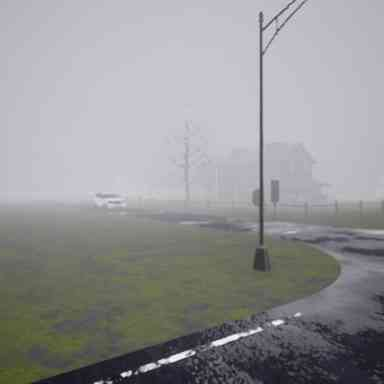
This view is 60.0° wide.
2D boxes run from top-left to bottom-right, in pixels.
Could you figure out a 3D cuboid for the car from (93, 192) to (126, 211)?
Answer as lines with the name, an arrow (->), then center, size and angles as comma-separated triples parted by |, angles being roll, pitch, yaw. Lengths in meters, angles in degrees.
car -> -9.520, 1.074, 38.049 | 2.150, 2.045, 5.566 | 0, 0, -35
